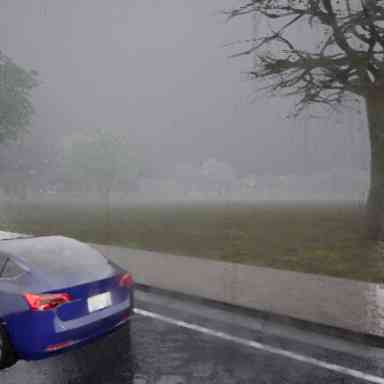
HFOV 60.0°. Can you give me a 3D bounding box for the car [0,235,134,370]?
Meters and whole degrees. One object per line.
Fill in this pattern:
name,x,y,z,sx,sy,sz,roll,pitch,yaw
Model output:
car,-3.132,1.508,5.794,4.792,1.488,2.163,0,0,35
